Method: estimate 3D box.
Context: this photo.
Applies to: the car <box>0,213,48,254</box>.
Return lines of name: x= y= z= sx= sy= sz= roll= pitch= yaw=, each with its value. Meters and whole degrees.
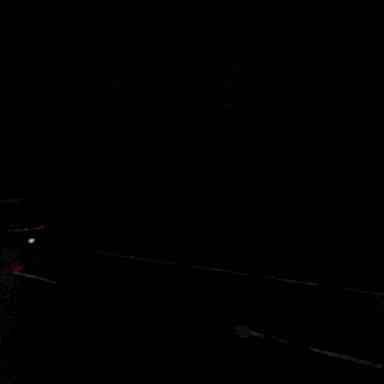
car: x=-7.980 y=1.630 z=13.866 sx=4.902 sy=1.511 sz=2.128 roll=-1 pitch=0 yaw=36
